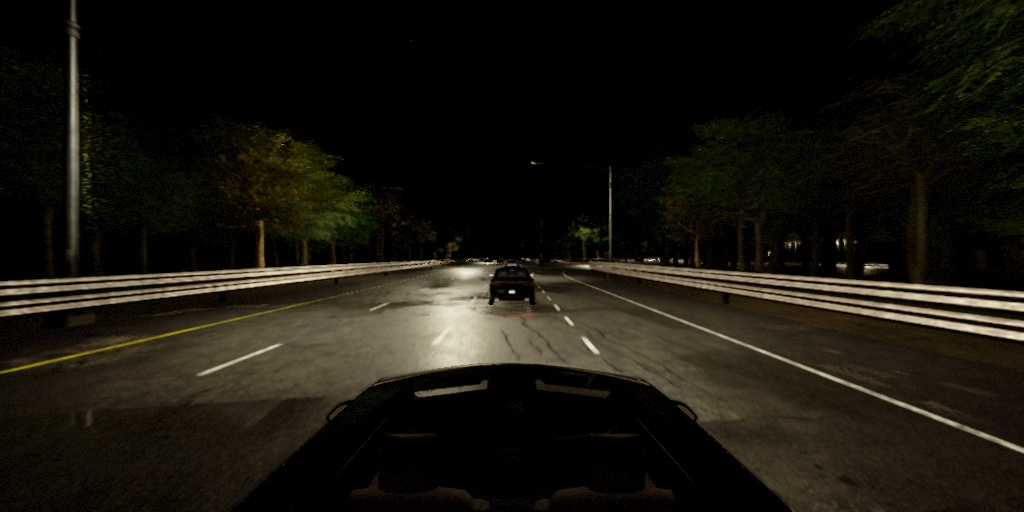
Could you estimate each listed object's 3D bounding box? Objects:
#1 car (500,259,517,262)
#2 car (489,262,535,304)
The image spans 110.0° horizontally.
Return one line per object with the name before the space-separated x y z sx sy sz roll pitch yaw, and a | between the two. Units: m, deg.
car | 0.003 1.331 37.395 1.994 1.385 4.181 0 0 0
car | 0.001 1.235 16.275 1.882 1.535 5.008 0 0 0
